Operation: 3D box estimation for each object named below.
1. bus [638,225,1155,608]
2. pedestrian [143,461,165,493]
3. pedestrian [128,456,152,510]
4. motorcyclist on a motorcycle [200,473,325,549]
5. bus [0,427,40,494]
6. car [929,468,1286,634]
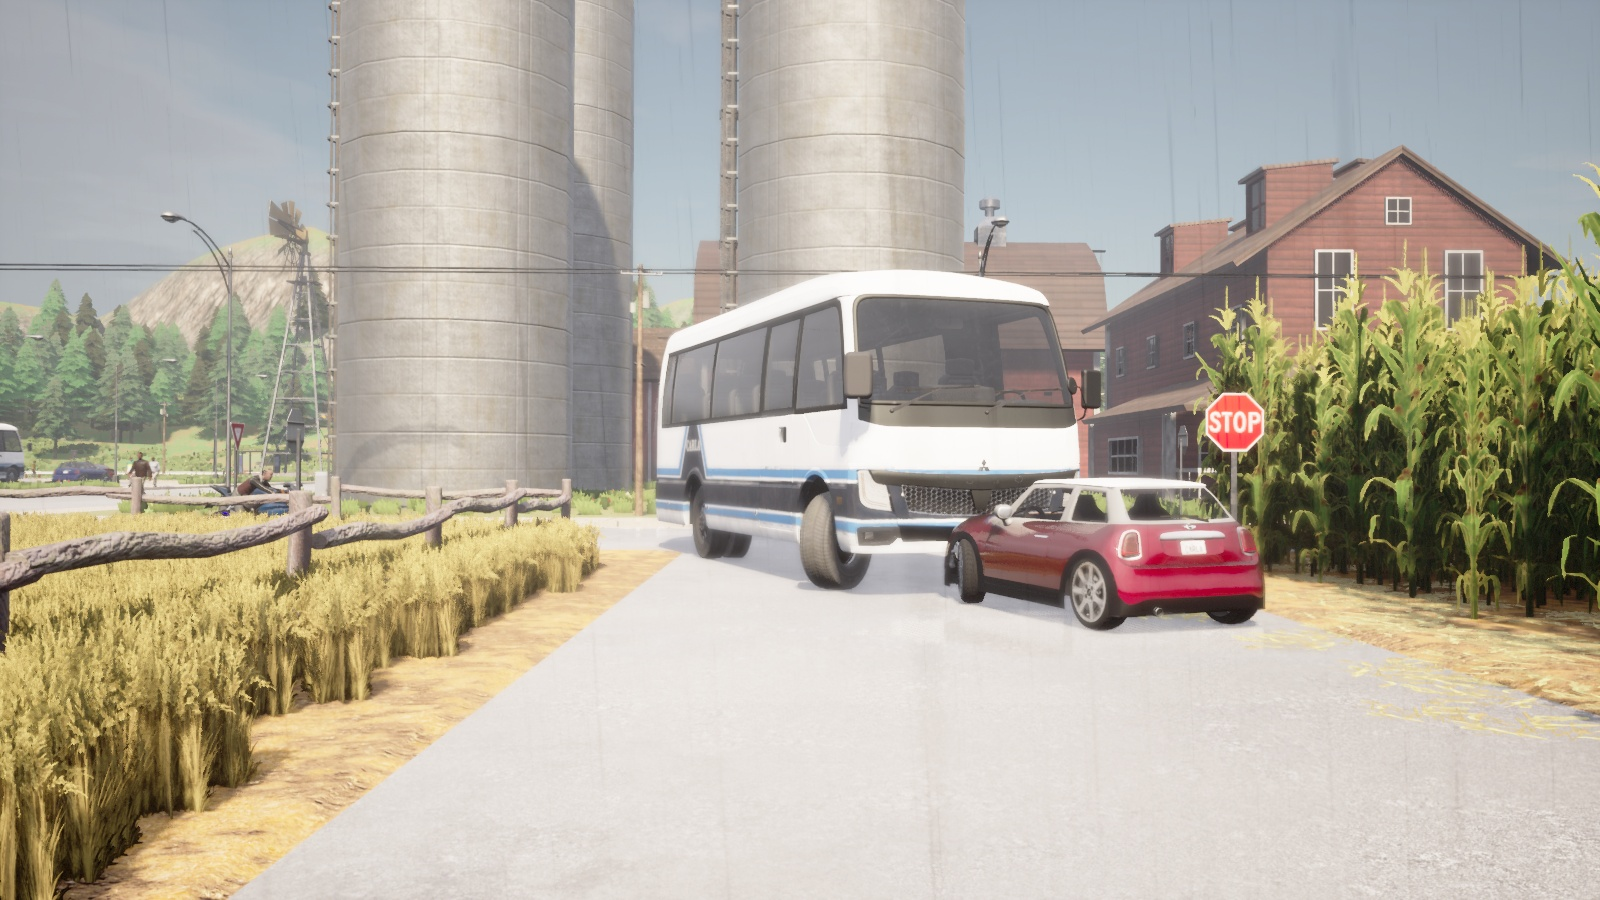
[{"bbox_3d":[0.642,-0.302,19.429,3.944,4.253,10.273,0,-1,-21],"label":"bus"},{"bbox_3d":[-38.362,1.588,74.600,0.874,1.855,0.900,0,-1,-1],"label":"pedestrian"},{"bbox_3d":[-22.622,1.126,43.061,0.431,1.840,0.703,0,-1,3],"label":"pedestrian"},{"bbox_3d":[-11.014,1.241,25.760,2.191,1.530,0.866,0,-1,0],"label":"motorcyclist on a motorcycle"},{"bbox_3d":[-52.568,0.662,78.541,3.944,4.253,10.273,0,-1,-1],"label":"bus"},{"bbox_3d":[3.158,0.967,13.742,1.970,1.475,3.806,0,0,-21],"label":"car"}]
